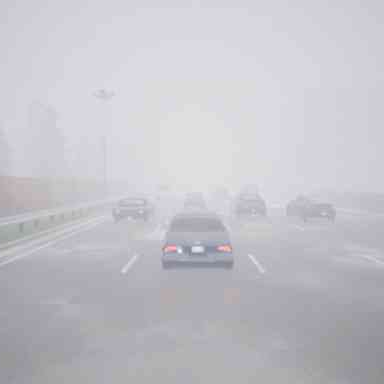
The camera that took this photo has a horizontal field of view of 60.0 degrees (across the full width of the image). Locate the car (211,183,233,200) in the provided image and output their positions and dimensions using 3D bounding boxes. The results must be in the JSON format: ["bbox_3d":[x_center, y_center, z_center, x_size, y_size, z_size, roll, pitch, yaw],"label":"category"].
[{"bbox_3d":[3.681,0.092,43.583,2.097,1.767,4.553,0,2,0],"label":"car"}]

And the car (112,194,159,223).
[{"bbox_3d":[-3.319,1.019,19.929,1.895,1.301,4.718,0,2,0],"label":"car"}]

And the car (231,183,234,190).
[{"bbox_3d":[10.519,-1.405,91.306,2.150,2.045,5.566,0,2,0],"label":"car"}]

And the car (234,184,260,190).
[{"bbox_3d":[7.185,-0.007,42.675,2.150,2.045,5.566,0,2,0],"label":"car"}]

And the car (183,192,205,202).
[{"bbox_3d":[0.204,0.690,29.573,2.033,1.411,5.357,0,2,0],"label":"car"}]

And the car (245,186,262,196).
[{"bbox_3d":[10.579,-0.168,57.650,2.128,1.511,4.902,0,2,0],"label":"car"}]

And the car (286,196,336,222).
[{"bbox_3d":[7.183,0.939,20.389,1.812,1.442,4.674,0,1,0],"label":"car"}]

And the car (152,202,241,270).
[{"bbox_3d":[0.141,1.257,9.939,2.033,1.411,5.357,0,2,0],"label":"car"}]

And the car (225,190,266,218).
[{"bbox_3d":[3.691,0.844,22.387,2.128,1.511,4.902,0,2,0],"label":"car"}]

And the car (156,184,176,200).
[{"bbox_3d":[-3.311,-0.020,42.862,2.150,2.045,5.566,0,2,0],"label":"car"}]
